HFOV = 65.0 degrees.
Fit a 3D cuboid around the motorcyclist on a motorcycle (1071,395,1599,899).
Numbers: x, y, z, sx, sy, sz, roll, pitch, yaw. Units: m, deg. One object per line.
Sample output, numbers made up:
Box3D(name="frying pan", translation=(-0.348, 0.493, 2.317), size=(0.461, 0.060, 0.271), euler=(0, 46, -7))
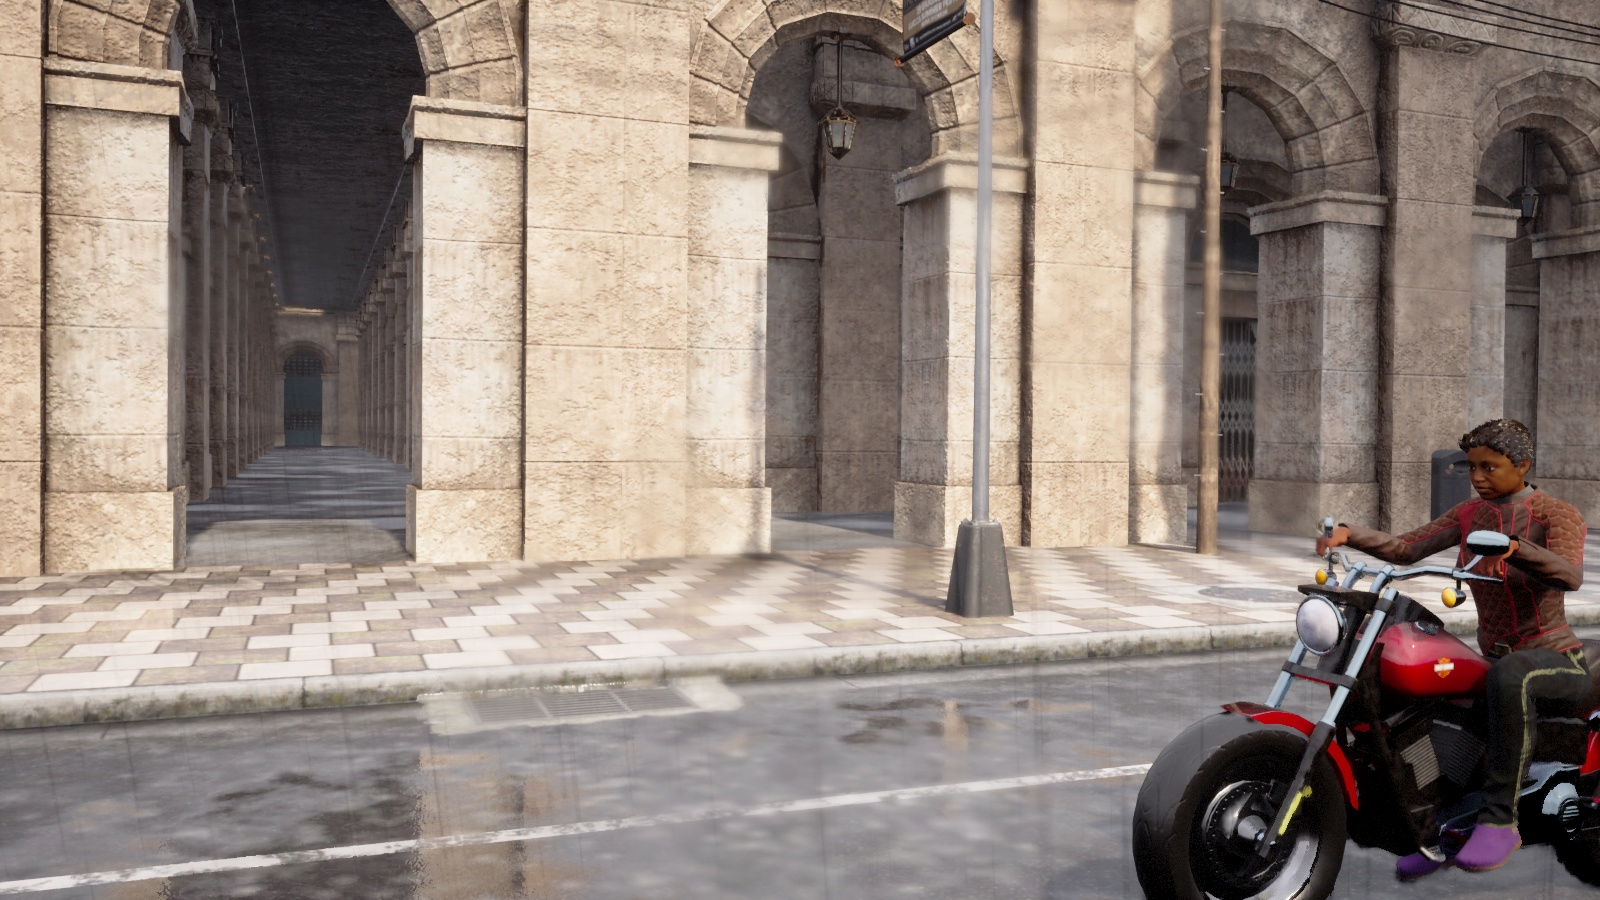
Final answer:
Box3D(name="motorcyclist on a motorcycle", translation=(2.107, 0.660, 4.062), size=(2.350, 1.649, 0.766), euler=(-1, 1, -21))
